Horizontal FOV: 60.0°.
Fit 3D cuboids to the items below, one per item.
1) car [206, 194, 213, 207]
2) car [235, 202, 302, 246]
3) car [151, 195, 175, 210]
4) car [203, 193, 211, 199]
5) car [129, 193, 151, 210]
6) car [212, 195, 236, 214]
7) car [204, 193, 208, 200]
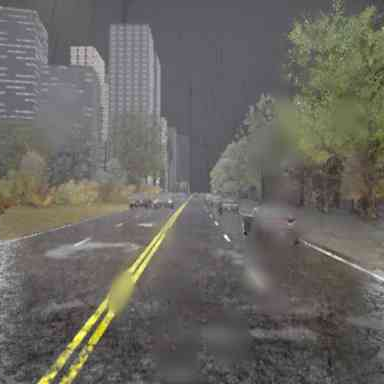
[{"bbox_3d":[3.538,1.342,48.211,2.128,1.511,4.902,-1,0,1],"label":"car"},{"bbox_3d":[3.432,1.414,14.983,2.128,1.511,4.902,1,0,0],"label":"car"},{"bbox_3d":[-3.157,1.083,38.465,2.097,1.767,4.553,-1,-2,1],"label":"car"},{"bbox_3d":[4.151,1.165,92.233,1.837,1.490,4.892,2,0,1],"label":"car"},{"bbox_3d":[-6.367,1.100,41.802,2.150,2.045,5.566,0,0,1],"label":"car"},{"bbox_3d":[3.510,1.359,32.978,2.128,1.511,4.902,1,0,0],"label":"car"},{"bbox_3d":[3.687,1.315,59.214,2.128,1.511,4.902,-1,1,1],"label":"car"}]
